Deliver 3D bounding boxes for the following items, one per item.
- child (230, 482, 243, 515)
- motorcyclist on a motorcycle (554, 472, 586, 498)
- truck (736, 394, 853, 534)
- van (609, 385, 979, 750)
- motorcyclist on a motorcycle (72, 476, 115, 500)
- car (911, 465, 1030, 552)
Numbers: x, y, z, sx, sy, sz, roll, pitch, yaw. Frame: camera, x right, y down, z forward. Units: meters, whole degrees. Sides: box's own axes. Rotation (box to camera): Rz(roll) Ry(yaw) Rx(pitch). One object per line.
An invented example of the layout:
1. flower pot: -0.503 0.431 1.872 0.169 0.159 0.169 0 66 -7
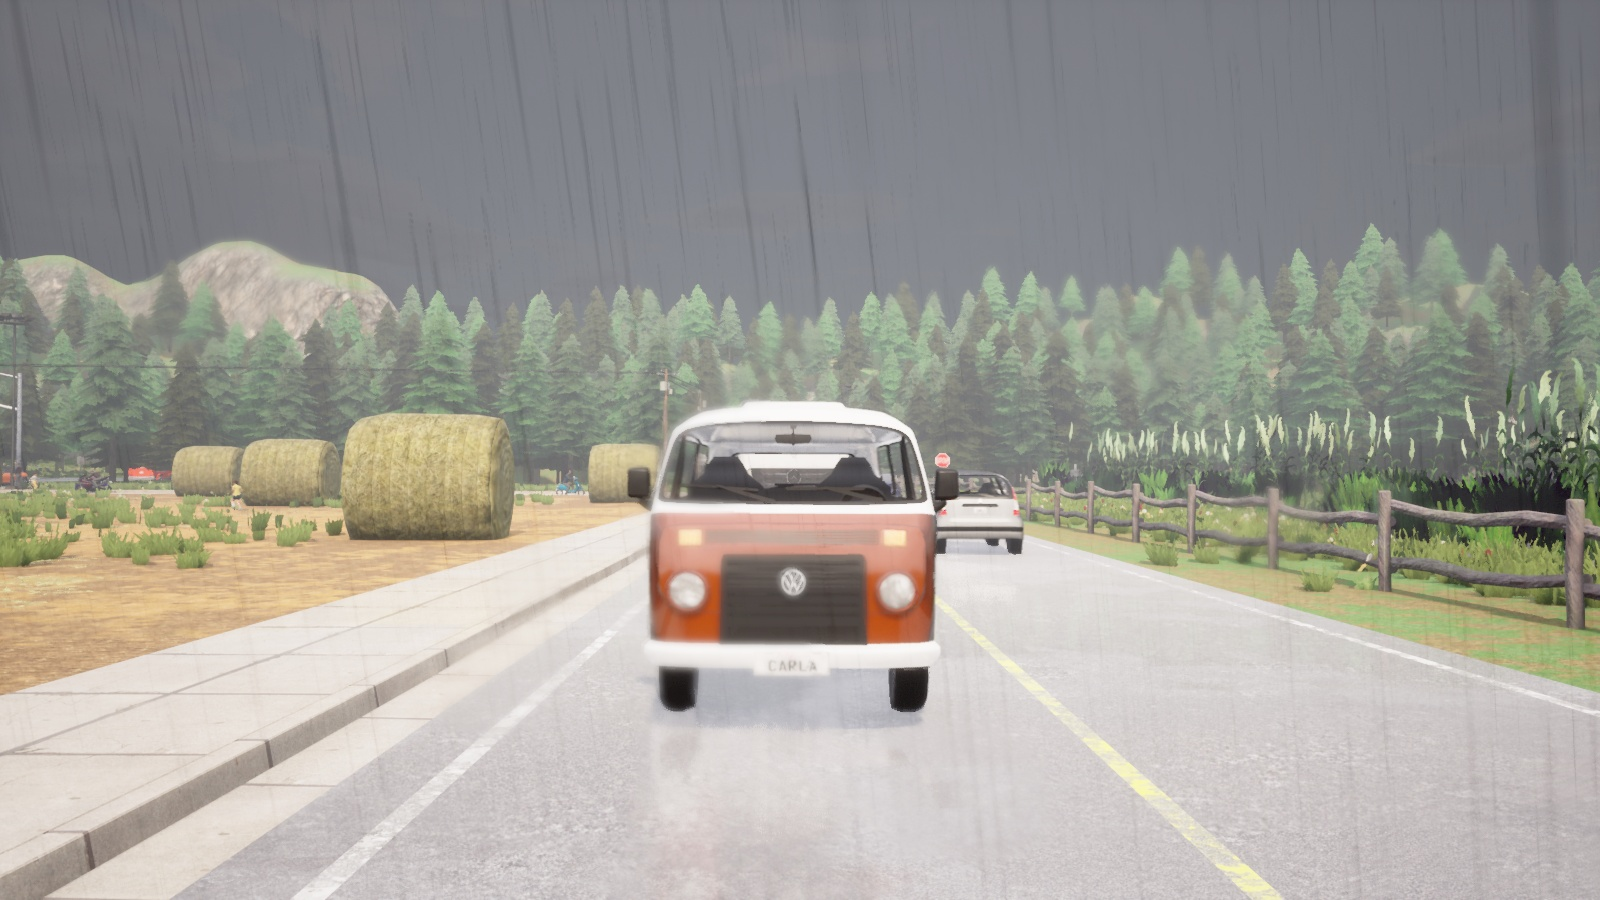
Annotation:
1. child: -18.979 1.634 42.290 0.394 1.110 0.255 -1 -1 40
2. motorcyclist on a motorcycle: -14.043 2.144 76.696 1.817 1.590 0.866 0 -1 -3
3. truck: -0.165 0.422 35.121 2.891 3.462 7.936 0 -1 0
4. van: -0.046 0.694 9.291 2.069 2.038 4.480 0 -1 0
5. motorcyclist on a motorcycle: -44.225 2.378 78.594 2.191 1.530 0.866 0 -1 -3
6. car: 3.382 1.127 25.563 1.851 1.617 3.988 0 -1 0
